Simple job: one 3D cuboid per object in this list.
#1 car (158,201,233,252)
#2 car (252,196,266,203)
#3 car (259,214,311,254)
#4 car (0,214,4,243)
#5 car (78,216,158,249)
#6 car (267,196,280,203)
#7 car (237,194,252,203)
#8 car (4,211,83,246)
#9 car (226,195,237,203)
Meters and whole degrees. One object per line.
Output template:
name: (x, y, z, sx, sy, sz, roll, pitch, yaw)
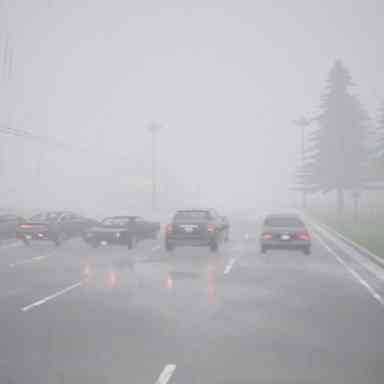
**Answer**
car: (0.377, 1.452, 14.662, 2.097, 1.767, 4.553, -1, -1, 14)
car: (16.697, 1.727, 82.959, 2.097, 1.767, 4.553, -1, 0, 13)
car: (3.760, 1.597, 13.758, 2.033, 1.411, 5.357, -1, 0, 13)
car: (-9.801, 1.822, 17.292, 1.994, 1.385, 4.181, -1, 0, 13)
car: (-3.019, 1.754, 15.498, 1.895, 1.301, 4.718, -1, 0, 14)
car: (20.020, 1.842, 81.796, 2.033, 1.411, 5.357, -1, 0, 13)
car: (13.294, 1.647, 83.784, 2.150, 2.045, 5.566, -1, 0, 13)
car: (-6.376, 1.698, 16.500, 2.128, 1.511, 4.902, -1, 0, 14)
car: (9.883, 1.997, 84.550, 2.128, 1.511, 4.902, -1, 0, 13)
